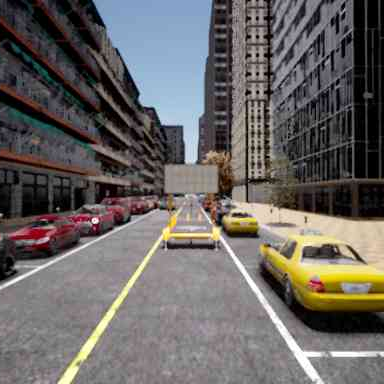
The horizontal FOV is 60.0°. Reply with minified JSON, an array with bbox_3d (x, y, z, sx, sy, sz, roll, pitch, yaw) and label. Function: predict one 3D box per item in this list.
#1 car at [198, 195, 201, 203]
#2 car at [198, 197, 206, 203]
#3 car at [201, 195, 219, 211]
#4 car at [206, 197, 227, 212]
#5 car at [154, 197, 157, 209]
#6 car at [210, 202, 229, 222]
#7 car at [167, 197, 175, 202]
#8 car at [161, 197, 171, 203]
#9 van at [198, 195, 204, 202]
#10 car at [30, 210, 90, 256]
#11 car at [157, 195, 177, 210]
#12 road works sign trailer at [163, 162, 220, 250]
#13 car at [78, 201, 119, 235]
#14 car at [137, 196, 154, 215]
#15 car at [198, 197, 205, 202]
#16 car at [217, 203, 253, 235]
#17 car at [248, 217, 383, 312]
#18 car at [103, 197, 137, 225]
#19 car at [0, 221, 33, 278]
[{"bbox_3d":[2.568,1.499,52.891,2.192,1.841,5.009,0,0,0],"label":"car"},{"bbox_3d":[2.499,1.929,81.207,1.802,1.307,4.206,0,0,0],"label":"car"},{"bbox_3d":[2.596,1.447,41.566,2.192,1.841,5.009,0,0,0],"label":"car"},{"bbox_3d":[2.622,1.529,30.238,1.967,1.590,4.097,0,0,0],"label":"car"},{"bbox_3d":[-5.785,1.656,41.375,1.752,1.417,4.829,0,0,0],"label":"car"},{"bbox_3d":[2.635,1.636,24.575,1.947,1.339,4.313,0,0,0],"label":"car"},{"bbox_3d":[-5.909,1.984,92.512,1.947,1.339,4.313,0,0,0],"label":"car"},{"bbox_3d":[-5.868,1.877,75.523,1.947,1.339,4.313,0,0,0],"label":"car"},{"bbox_3d":[2.472,1.760,92.534,1.690,1.788,3.998,0,0,0],"label":"van"},{"bbox_3d":[-5.717,1.614,13.228,1.802,1.307,4.206,0,0,0],"label":"car"},{"bbox_3d":[-3.194,1.498,45.034,2.097,1.767,4.553,0,0,0],"label":"car"},{"bbox_3d":[-0.029,0.501,14.441,2.380,3.560,2.880,0,0,0],"label":"road works sign trailer"},{"bbox_3d":[-5.730,1.490,18.891,1.967,1.590,4.097,0,0,0],"label":"car"},{"bbox_3d":[-5.770,1.424,35.881,2.192,1.841,5.009,0,0,0],"label":"car"},{"bbox_3d":[2.485,1.964,86.869,1.802,1.307,4.206,0,0,0],"label":"car"},{"bbox_3d":[2.649,1.577,19.081,1.752,1.417,4.829,0,0,0],"label":"car"},{"bbox_3d":[2.676,1.543,7.756,1.752,1.417,4.829,0,0,0],"label":"car"},{"bbox_3d":[-5.743,1.384,24.556,2.192,1.841,5.009,0,0,0],"label":"car"},{"bbox_3d":[-5.703,1.583,7.565,1.947,1.339,4.313,0,0,0],"label":"car"}]
